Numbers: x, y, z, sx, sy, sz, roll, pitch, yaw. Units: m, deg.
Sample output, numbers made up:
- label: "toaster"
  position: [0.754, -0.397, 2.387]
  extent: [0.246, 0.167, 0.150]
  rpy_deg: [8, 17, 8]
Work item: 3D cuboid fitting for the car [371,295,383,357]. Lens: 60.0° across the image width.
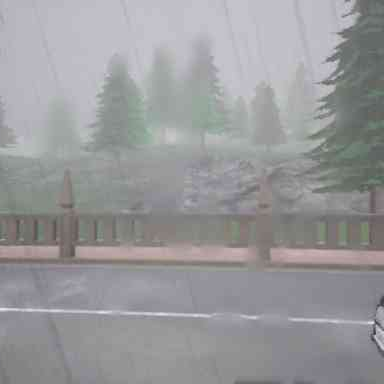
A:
- label: "car"
  position: [4.695, 1.473, 3.580]
  extent: [4.902, 1.511, 2.128]
  rpy_deg: [0, 0, 9]
